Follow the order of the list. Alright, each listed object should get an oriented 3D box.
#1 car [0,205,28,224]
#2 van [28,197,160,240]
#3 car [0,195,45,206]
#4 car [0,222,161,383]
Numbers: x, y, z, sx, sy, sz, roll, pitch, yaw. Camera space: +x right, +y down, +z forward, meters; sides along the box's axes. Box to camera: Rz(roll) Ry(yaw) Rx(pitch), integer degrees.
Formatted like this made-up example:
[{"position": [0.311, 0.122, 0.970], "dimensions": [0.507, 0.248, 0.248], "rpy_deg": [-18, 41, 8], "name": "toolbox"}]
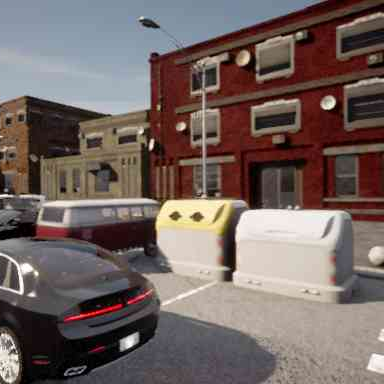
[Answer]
[{"position": [-7.244, 1.466, 14.084], "dimensions": [2.163, 1.488, 4.792], "rpy_deg": [0, 0, 35], "name": "car"}, {"position": [-2.665, 1.233, 10.998], "dimensions": [1.878, 1.987, 4.442], "rpy_deg": [0, 0, 35], "name": "van"}, {"position": [-9.487, 1.171, 15.685], "dimensions": [2.435, 2.045, 5.566], "rpy_deg": [0, 0, 35], "name": "car"}, {"position": [-2.700, 1.494, 5.303], "dimensions": [4.892, 1.490, 1.837], "rpy_deg": [0, 0, 36], "name": "car"}]
